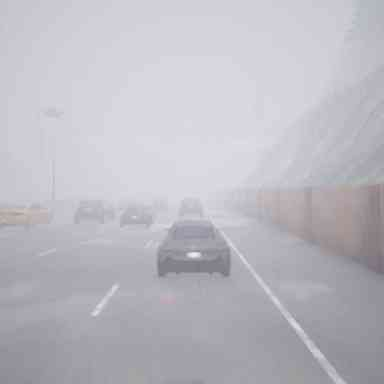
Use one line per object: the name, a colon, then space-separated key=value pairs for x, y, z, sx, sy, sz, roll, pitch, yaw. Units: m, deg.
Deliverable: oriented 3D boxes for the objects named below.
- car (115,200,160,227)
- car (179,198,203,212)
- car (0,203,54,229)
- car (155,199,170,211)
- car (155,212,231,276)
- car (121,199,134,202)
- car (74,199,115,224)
car: x=-3.538 y=1.512 z=22.419 sx=1.994 sy=1.385 sz=4.181 roll=0 pitch=0 yaw=0
car: x=-0.085 y=1.273 z=29.962 sx=2.097 sy=1.767 sz=4.553 roll=0 pitch=0 yaw=0
car: x=-10.528 y=1.442 z=21.185 sx=1.882 sy=1.535 sz=5.008 roll=0 pitch=0 yaw=0
car: x=-3.641 y=1.453 z=38.406 sx=2.033 sy=1.411 sz=5.357 roll=0 pitch=0 yaw=0
car: x=0.042 y=1.536 z=10.296 sx=1.994 sy=1.385 sz=4.181 roll=0 pitch=0 yaw=0
car: x=-7.137 y=1.479 z=37.774 sx=1.994 sy=1.385 sz=4.181 roll=0 pitch=0 yaw=0
car: x=-7.053 y=1.302 z=24.620 sx=2.097 sy=1.767 sz=4.553 roll=0 pitch=0 yaw=0
